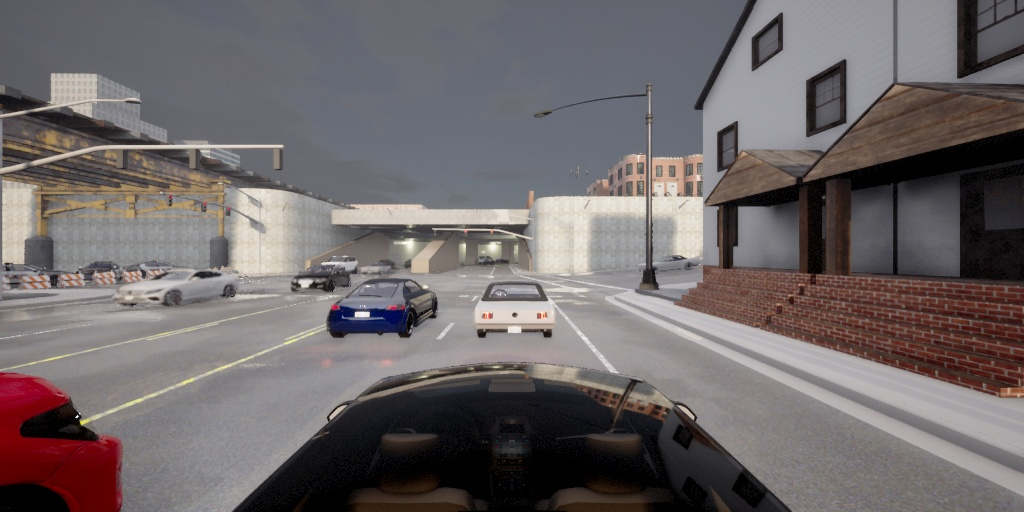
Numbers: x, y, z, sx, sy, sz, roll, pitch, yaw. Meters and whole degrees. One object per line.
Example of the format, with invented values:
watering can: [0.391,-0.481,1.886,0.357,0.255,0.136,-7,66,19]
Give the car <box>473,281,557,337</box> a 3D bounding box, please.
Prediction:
car: [0.072,1.351,10.197,1.895,1.301,4.718,0,0,0]

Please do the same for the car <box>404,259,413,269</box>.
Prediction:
car: [-15.049,1.350,54.674,1.895,1.301,4.718,0,0,-1]

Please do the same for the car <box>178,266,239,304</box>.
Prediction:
car: [-14.107,1.275,15.515,1.812,1.442,4.674,0,0,-1]

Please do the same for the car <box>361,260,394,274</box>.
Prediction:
car: [-14.544,1.351,38.482,1.895,1.301,4.718,0,0,-4]

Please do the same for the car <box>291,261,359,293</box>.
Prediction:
car: [-10.784,1.241,20.638,2.128,1.511,4.902,0,0,-7]

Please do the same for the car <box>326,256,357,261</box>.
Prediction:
car: [-17.981,0.972,37.654,2.150,2.045,5.566,0,0,-4]

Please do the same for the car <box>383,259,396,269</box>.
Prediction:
car: [-18.494,1.228,52.373,1.882,1.535,5.008,0,0,-1]

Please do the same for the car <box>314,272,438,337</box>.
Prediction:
car: [-3.429,1.314,10.243,1.994,1.385,4.181,0,0,0]

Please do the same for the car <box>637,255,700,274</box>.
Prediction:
car: [13.060,0.665,30.175,4.718,1.301,1.895,-7,0,0]
